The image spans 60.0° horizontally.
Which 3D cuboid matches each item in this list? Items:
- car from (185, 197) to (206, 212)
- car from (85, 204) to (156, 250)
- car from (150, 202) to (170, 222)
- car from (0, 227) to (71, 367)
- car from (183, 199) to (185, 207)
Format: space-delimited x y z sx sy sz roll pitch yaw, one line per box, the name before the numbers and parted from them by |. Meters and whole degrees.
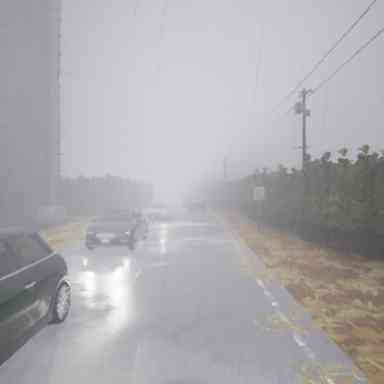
car | 0.500 1.480 38.344 1.882 1.535 5.008 0 0 -3
car | -3.048 1.490 14.368 2.128 1.511 4.902 0 0 1
car | -2.731 1.525 26.157 1.812 1.442 4.674 0 0 1
car | -3.238 1.350 4.085 2.097 1.767 4.553 0 0 1
car | -0.319 1.494 48.928 2.128 1.511 4.902 0 0 -7
